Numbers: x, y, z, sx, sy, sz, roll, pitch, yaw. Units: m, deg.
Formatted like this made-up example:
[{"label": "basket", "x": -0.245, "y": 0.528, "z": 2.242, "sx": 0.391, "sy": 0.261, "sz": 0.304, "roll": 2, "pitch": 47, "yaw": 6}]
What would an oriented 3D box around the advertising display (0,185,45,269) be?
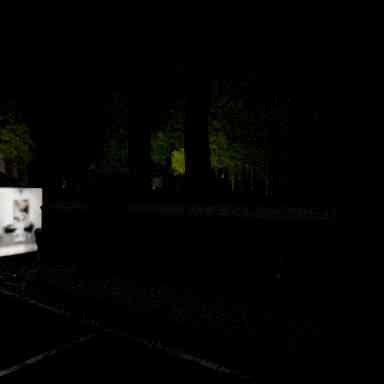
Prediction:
[{"label": "advertising display", "x": -5.348, "y": 1.024, "z": 10.303, "sx": 0.280, "sy": 2.440, "sz": 1.540, "roll": 0, "pitch": 0, "yaw": 36}]
